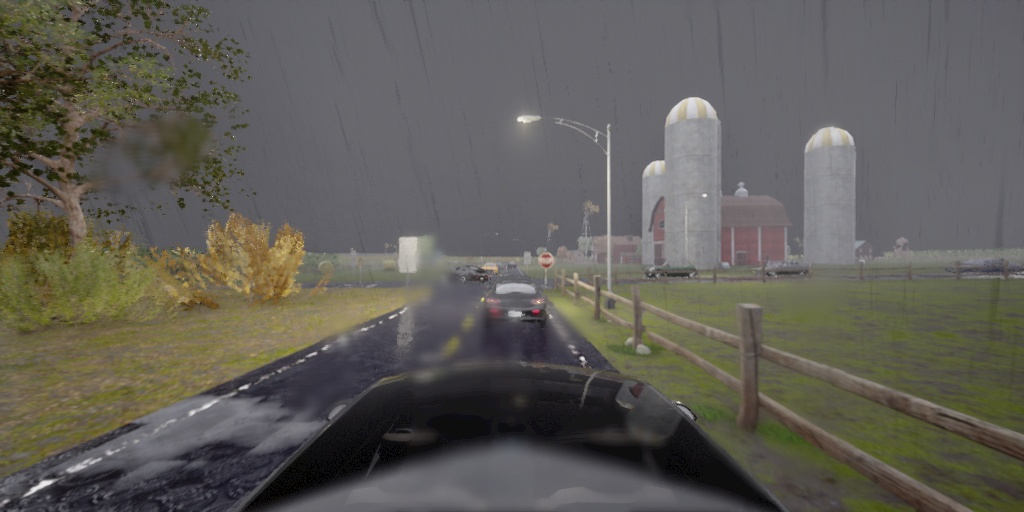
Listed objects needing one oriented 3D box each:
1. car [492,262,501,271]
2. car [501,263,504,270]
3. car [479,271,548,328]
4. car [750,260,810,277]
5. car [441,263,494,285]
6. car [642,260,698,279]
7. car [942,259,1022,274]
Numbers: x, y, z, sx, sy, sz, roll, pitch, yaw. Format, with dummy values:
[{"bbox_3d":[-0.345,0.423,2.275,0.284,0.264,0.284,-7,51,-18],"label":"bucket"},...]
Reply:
[{"bbox_3d":[-2.821,1.680,47.232,1.882,1.535,5.008,0,-1,0],"label":"car"},{"bbox_3d":[-2.795,1.864,57.979,2.033,1.411,5.357,0,-1,0],"label":"car"},{"bbox_3d":[0.104,1.369,11.614,1.812,1.442,4.674,0,0,0],"label":"car"},{"bbox_3d":[24.505,1.150,32.758,4.902,1.511,2.128,-1,0,0],"label":"car"},{"bbox_3d":[-3.995,1.532,29.518,1.837,1.490,4.892,3,-2,-43],"label":"car"},{"bbox_3d":[14.309,1.155,32.689,4.553,1.767,2.097,-1,0,0],"label":"car"},{"bbox_3d":[43.025,0.948,32.834,5.357,1.411,2.033,-1,0,0],"label":"car"}]
